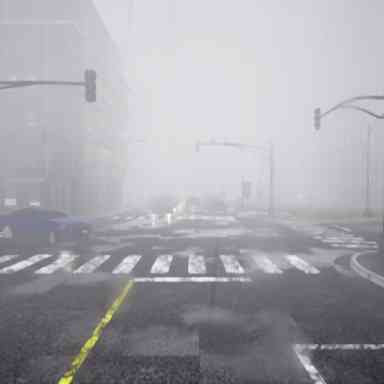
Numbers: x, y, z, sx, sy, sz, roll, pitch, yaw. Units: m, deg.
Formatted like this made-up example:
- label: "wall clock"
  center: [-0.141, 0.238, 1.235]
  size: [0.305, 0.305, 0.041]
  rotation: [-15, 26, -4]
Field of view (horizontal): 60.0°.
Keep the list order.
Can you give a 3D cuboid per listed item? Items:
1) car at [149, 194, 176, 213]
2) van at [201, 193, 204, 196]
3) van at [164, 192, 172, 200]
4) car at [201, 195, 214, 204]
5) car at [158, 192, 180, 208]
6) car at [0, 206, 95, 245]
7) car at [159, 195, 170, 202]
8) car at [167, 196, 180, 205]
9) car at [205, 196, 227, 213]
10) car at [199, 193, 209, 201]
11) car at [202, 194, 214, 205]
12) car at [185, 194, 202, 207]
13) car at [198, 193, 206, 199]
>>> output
- label: "car"
  center: [-3.091, 1.352, 36.001]
  size: [1.882, 1.535, 5.008]
  rotation: [0, 0, 0]
- label: "van"
  center: [2.650, 1.152, 51.710]
  size: [1.690, 1.788, 3.998]
  rotation: [-1, 0, 0]
- label: "van"
  center: [-5.694, 1.021, 79.908]
  size: [1.690, 1.788, 3.998]
  rotation: [-1, 0, 0]
- label: "car"
  center: [2.653, 1.331, 57.356]
  size: [1.887, 1.381, 4.507]
  rotation: [-1, 0, 0]
- label: "car"
  center: [-3.085, 1.189, 45.315]
  size: [2.097, 1.767, 4.553]
  rotation: [0, 0, 0]
- label: "car"
  center: [-6.739, 1.429, 15.428]
  size: [5.008, 1.535, 1.882]
  rotation: [0, -1, 29]
- label: "car"
  center: [-5.693, 1.280, 68.615]
  size: [1.887, 1.381, 4.507]
  rotation: [-1, 0, 0]
- label: "car"
  center: [-3.072, 1.359, 55.281]
  size: [1.994, 1.385, 4.181]
  rotation: [0, 0, 0]
- label: "car"
  center: [2.651, 1.424, 34.773]
  size: [1.887, 1.381, 4.507]
  rotation: [-1, 0, 0]
- label: "car"
  center: [2.660, 1.148, 74.293]
  size: [1.967, 1.590, 4.097]
  rotation: [-1, 0, 0]
- label: "car"
  center: [2.650, 1.297, 40.418]
  size: [1.967, 1.590, 4.097]
  rotation: [-1, 0, 0]
- label: "car"
  center: [0.106, 1.338, 46.275]
  size: [1.837, 1.490, 4.892]
  rotation: [0, 0, 0]
- label: "car"
  center: [2.692, 1.061, 91.230]
  size: [1.967, 1.590, 4.097]
  rotation: [-1, 0, 0]
